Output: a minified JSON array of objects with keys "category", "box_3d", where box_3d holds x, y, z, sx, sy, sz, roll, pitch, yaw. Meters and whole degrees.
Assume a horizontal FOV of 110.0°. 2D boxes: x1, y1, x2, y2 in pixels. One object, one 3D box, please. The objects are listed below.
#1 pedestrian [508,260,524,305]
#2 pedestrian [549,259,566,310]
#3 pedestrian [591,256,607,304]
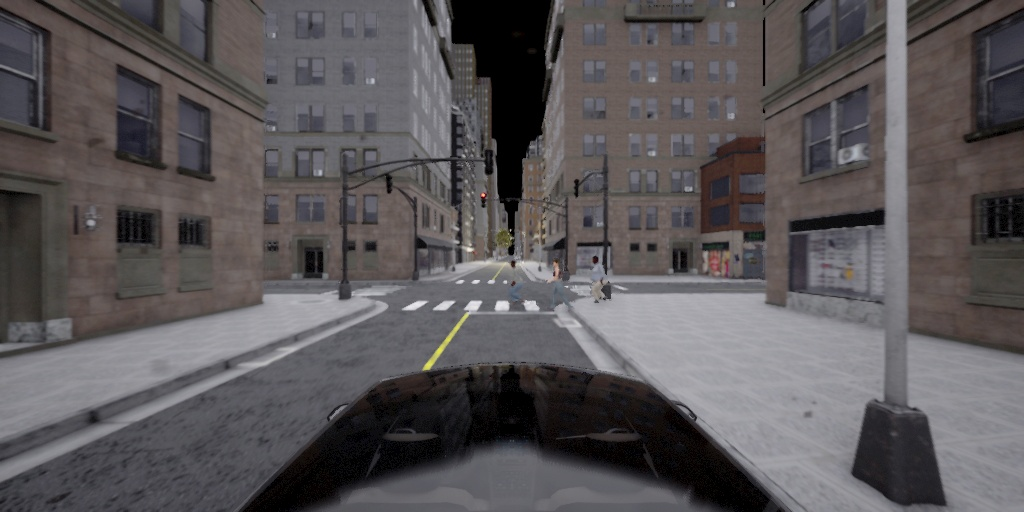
[{"category":"pedestrian","box_3d":[0.150,0.990,13.728,0.375,1.860,0.375,0,0,0]},{"category":"pedestrian","box_3d":[1.599,0.996,12.528,0.375,1.860,0.375,0,0,0]},{"category":"pedestrian","box_3d":[3.148,0.839,13.129,0.375,1.860,0.375,0,0,0]}]
